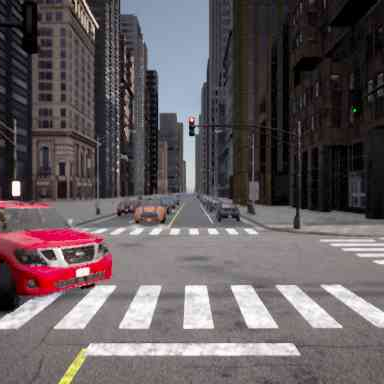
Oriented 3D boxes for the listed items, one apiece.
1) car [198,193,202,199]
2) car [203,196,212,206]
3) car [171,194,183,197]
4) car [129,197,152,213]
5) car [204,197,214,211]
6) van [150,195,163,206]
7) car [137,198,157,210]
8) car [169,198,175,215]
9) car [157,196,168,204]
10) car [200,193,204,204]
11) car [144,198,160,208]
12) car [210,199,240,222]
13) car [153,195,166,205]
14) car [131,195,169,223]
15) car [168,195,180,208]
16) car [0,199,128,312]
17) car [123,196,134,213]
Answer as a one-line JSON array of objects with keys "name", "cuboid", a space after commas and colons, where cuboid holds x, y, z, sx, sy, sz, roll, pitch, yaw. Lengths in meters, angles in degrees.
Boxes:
[{"name": "car", "cuboid": [2.749, 1.424, 65.735, 1.967, 1.590, 4.097, 0, 0, 0]}, {"name": "car", "cuboid": [2.753, 1.529, 43.173, 1.887, 1.381, 4.507, 0, 0, 0]}, {"name": "car", "cuboid": [-3.025, 1.474, 54.116, 2.128, 1.511, 4.902, 0, 0, 0]}, {"name": "car", "cuboid": [-5.771, 1.426, 37.522, 1.967, 1.590, 4.097, 0, 0, 0]}, {"name": "car", "cuboid": [2.754, 1.536, 37.532, 2.008, 1.369, 4.403, 0, 0, 0]}, {"name": "van", "cuboid": [-5.774, 1.324, 54.443, 1.690, 1.788, 3.998, 0, 0, 0]}, {"name": "car", "cuboid": [-5.772, 1.550, 43.163, 1.947, 1.339, 4.313, 0, 0, 0]}, {"name": "car", "cuboid": [-3.098, 1.587, 34.249, 1.895, 1.301, 4.718, 0, 0, 0]}, {"name": "car", "cuboid": [-5.776, 1.509, 65.555, 1.752, 1.417, 4.829, 0, 0, 0]}, {"name": "car", "cuboid": [2.751, 1.423, 54.454, 1.967, 1.590, 4.097, 0, 0, 0]}, {"name": "car", "cuboid": [-5.773, 1.565, 48.803, 1.802, 1.307, 4.206, 0, 0, 0]}, {"name": "car", "cuboid": [2.756, 1.539, 26.251, 2.008, 1.369, 4.403, 0, 0, 0]}, {"name": "car", "cuboid": [-5.775, 1.423, 60.084, 1.967, 1.590, 4.097, 0, 0, 0]}, {"name": "car", "cuboid": [-3.045, 1.341, 25.202, 2.097, 1.767, 4.553, 0, 0, -2]}, {"name": "car", "cuboid": [-3.084, 1.532, 44.003, 2.033, 1.411, 5.357, 0, 0, 0]}, {"name": "car", "cuboid": [-4.392, 1.227, 8.048, 5.566, 2.045, 2.150, 0, -2, 34]}, {"name": "car", "cuboid": [-5.770, 1.302, 31.881, 2.192, 1.841, 5.009, 0, 0, 0]}]
